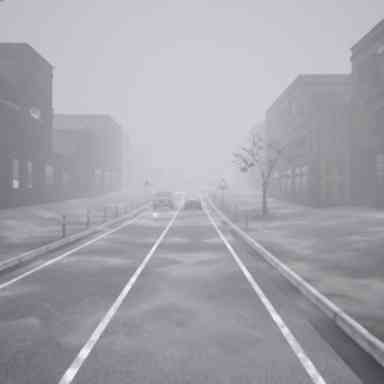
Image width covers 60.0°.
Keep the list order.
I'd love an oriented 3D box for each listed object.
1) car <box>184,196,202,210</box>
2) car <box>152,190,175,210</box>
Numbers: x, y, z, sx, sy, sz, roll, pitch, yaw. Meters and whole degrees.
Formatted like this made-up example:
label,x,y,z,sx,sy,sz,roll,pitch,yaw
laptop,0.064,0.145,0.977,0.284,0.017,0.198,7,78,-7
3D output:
label,x,y,z,sx,sy,sz,roll,pitch,yaw
car,0.111,1.168,37.022,1.812,1.442,4.674,0,2,0
car,-3.107,0.864,37.402,2.150,2.045,5.566,-1,2,1
